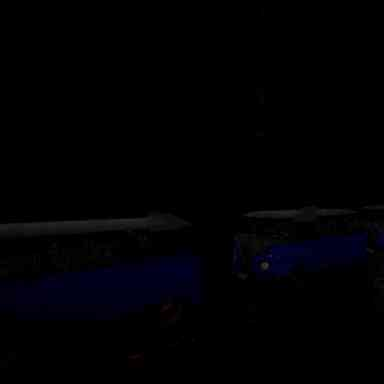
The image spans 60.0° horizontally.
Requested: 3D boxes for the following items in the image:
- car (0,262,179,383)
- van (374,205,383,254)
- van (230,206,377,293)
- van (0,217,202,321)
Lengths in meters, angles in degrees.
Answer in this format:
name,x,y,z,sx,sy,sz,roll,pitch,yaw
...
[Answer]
name,x,y,z,sx,sy,sz,roll,pitch,yaw
car,-2.533,1.526,1.576,4.674,1.442,1.812,0,0,-35
van,7.361,1.336,11.789,3.998,1.788,1.690,0,-1,-35
van,2.812,1.339,8.548,3.998,1.788,1.690,0,-1,-35
van,-1.738,1.341,5.307,3.998,1.788,1.690,0,-1,-35
